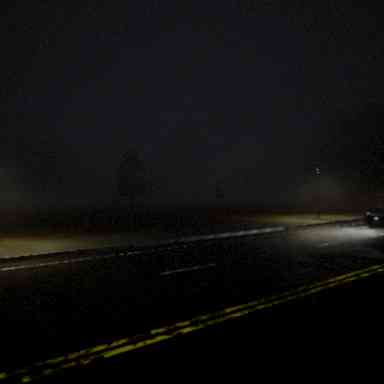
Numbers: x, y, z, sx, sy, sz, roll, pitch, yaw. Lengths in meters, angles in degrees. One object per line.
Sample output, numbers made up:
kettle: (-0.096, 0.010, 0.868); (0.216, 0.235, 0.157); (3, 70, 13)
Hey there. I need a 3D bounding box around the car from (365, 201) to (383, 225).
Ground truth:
car: (12.895, 1.288, 21.174); (4.902, 1.511, 2.128); (0, 0, -36)
